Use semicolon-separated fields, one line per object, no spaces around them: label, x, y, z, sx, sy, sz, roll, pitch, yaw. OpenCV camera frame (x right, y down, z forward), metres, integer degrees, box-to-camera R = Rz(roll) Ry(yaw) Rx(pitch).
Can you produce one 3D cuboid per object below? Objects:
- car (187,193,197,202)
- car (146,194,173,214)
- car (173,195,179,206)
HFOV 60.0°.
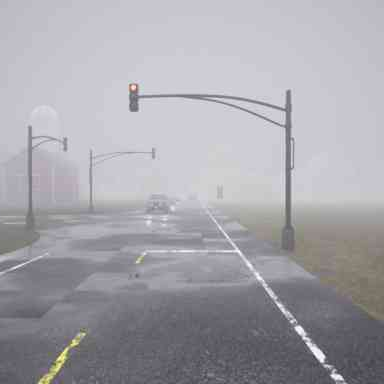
car;0.066;1.134;74.756;2.150;2.045;5.566;0;0;0
car;-3.564;1.200;35.625;2.150;2.045;5.566;0;0;0
car;-3.545;1.519;52.483;1.994;1.385;4.181;0;0;0
